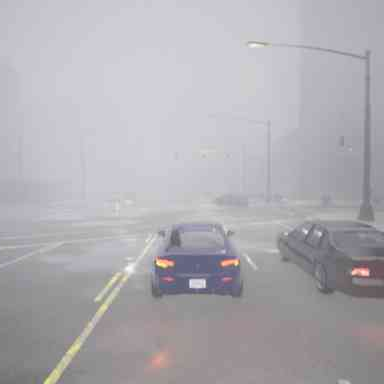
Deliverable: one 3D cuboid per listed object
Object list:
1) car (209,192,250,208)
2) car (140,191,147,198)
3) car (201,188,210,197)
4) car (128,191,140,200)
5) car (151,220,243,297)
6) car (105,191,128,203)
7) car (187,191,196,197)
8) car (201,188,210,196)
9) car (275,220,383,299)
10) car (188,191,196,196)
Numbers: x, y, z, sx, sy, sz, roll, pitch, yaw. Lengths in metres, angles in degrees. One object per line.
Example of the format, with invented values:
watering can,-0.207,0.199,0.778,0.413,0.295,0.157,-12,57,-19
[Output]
car,4.242,0.893,36.097,1.994,1.385,4.181,-2,2,-40
car,-10.557,0.446,69.725,1.882,1.535,5.008,0,0,0
car,3.439,0.466,75.021,2.033,1.411,5.357,0,0,0
car,-10.605,0.569,55.915,2.128,1.511,4.902,0,1,0
car,0.104,1.399,8.124,1.812,1.442,4.674,0,1,0
car,-10.606,0.706,46.138,1.812,1.442,4.674,0,1,0
car,-0.061,0.404,75.018,1.882,1.535,5.008,0,0,0
car,3.430,0.001,85.467,2.150,2.045,5.566,0,0,0
car,3.603,1.419,8.394,2.033,1.411,5.357,0,1,0
car,-0.070,0.371,85.467,1.895,1.301,4.718,0,0,0
